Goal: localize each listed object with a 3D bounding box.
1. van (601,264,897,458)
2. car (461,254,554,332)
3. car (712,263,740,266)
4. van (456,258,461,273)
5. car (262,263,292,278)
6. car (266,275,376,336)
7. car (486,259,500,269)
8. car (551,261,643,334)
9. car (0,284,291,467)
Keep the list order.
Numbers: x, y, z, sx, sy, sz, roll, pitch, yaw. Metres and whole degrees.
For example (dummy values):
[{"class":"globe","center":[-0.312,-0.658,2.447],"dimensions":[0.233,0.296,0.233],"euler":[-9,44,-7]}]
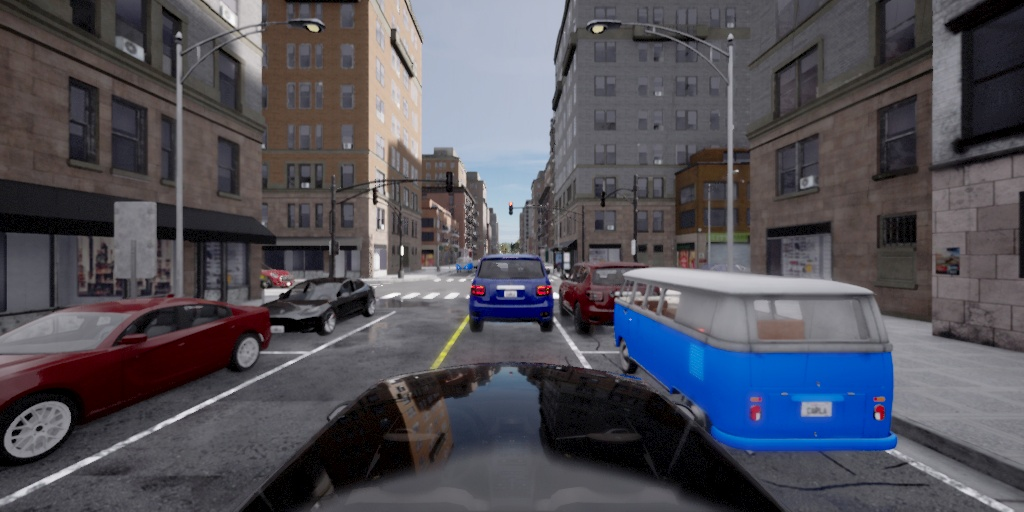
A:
[{"class":"van","center":[2.629,1.089,4.952],"dimensions":[1.690,1.789,3.998],"euler":[0,0,0]},{"class":"car","center":[0.023,0.967,10.961],"dimensions":[2.150,2.045,5.566],"euler":[0,0,1]},{"class":"car","center":[14.652,1.215,25.394],"dimensions":[5.357,1.411,2.033],"euler":[0,0,0]},{"class":"van","center":[-5.591,1.069,42.389],"dimensions":[1.690,1.789,3.998],"euler":[0,0,0]},{"class":"car","center":[-16.112,1.155,22.255],"dimensions":[4.553,1.767,2.097],"euler":[0,0,0]},{"class":"car","center":[-5.422,1.312,10.425],"dimensions":[1.948,1.339,4.313],"euler":[0,0,0]},{"class":"car","center":[-3.091,1.281,58.877],"dimensions":[1.994,1.385,4.181],"euler":[0,0,0]},{"class":"car","center":[2.603,1.061,10.463],"dimensions":[2.192,1.841,5.009],"euler":[0,0,0]},{"class":"car","center":[-5.396,1.294,4.915],"dimensions":[1.888,1.381,4.507],"euler":[0,0,0]}]
